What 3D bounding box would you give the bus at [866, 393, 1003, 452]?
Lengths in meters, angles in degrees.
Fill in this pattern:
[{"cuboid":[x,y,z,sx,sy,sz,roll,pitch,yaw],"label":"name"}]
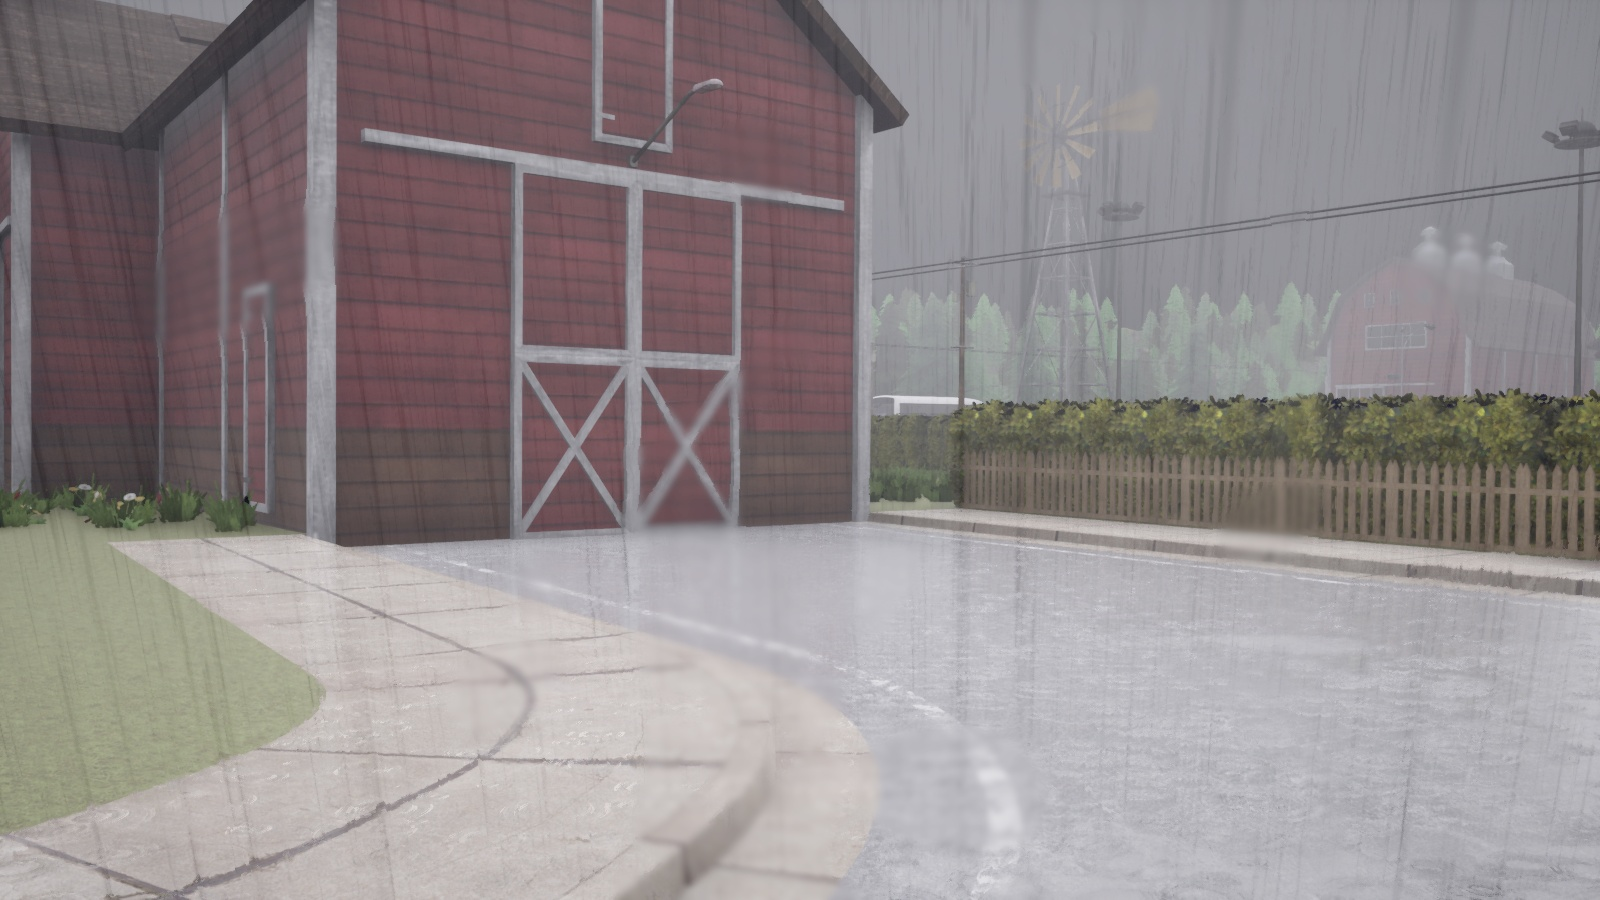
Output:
[{"cuboid":[10.167,-2.078,94.175,10.273,4.253,3.944,-1,1,-37],"label":"bus"}]
